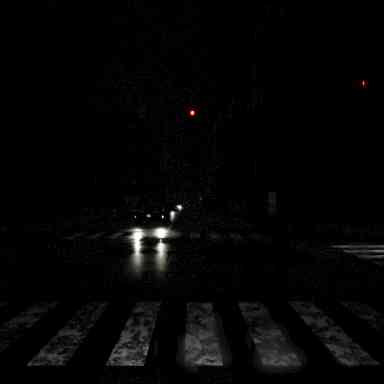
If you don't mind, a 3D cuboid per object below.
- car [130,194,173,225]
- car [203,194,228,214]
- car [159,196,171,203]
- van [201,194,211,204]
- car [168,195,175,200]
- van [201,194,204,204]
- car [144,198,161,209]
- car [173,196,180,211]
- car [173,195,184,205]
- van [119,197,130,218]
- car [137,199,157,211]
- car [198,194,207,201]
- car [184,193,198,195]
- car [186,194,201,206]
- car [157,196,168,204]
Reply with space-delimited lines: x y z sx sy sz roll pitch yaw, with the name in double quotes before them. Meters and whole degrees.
"car" -2.868 1.221 24.680 2.150 2.045 5.566 0 0 0
"car" 2.678 1.312 35.365 2.192 1.841 5.009 0 0 0
"car" -5.447 1.543 67.795 2.008 1.369 4.403 0 0 0
"van" 2.634 1.335 62.397 1.690 1.788 3.998 0 0 0
"car" -5.457 1.571 89.421 1.802 1.307 4.206 0 0 0
"van" 2.651 1.336 51.584 1.690 1.788 3.998 0 0 0
"car" -5.438 1.541 46.171 1.887 1.381 4.507 0 0 0
"car" -2.879 1.544 40.015 2.033 1.411 5.357 0 0 0
"car" -2.793 1.625 59.301 1.895 1.301 4.718 0 0 0
"van" -5.431 1.339 29.952 1.690 1.788 3.998 0 0 0
"car" -5.436 1.563 40.764 1.947 1.339 4.313 0 0 0
"car" 2.599 1.430 84.021 1.967 1.590 4.097 0 0 0
"car" -0.047 1.485 65.166 2.128 1.511 4.902 0 0 0
"car" 0.013 1.542 55.217 2.033 1.411 5.357 0 0 0
"car" -5.445 1.519 62.220 1.752 1.417 4.829 0 0 0
